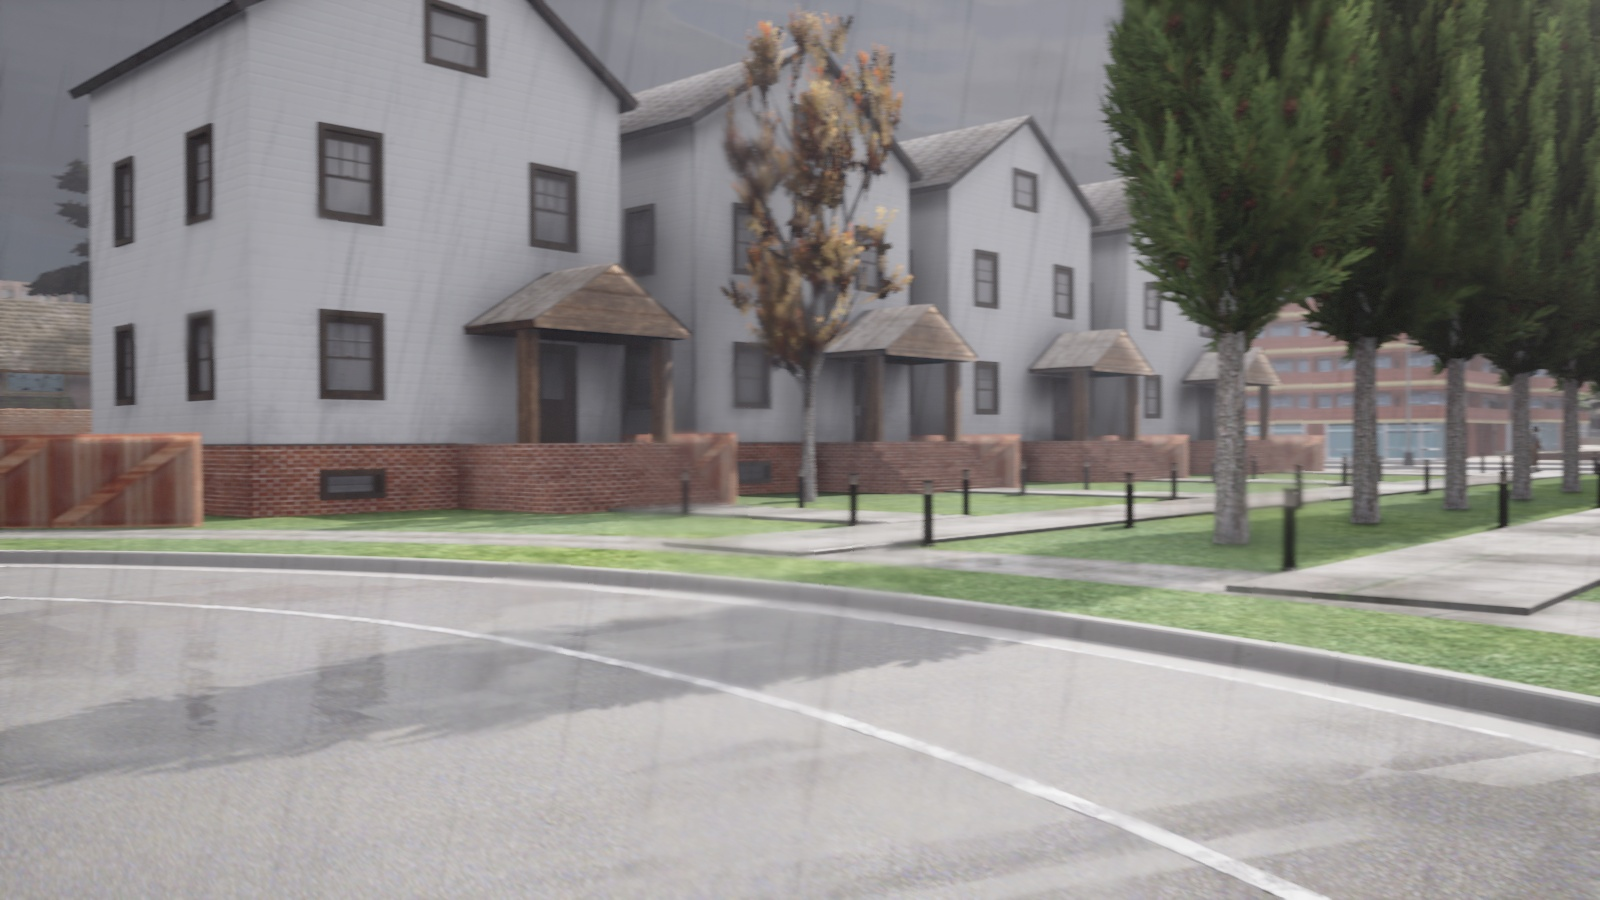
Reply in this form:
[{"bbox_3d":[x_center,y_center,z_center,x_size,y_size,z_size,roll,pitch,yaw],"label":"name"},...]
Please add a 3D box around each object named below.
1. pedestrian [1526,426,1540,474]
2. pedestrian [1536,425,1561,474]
[{"bbox_3d":[28.312,-0.001,48.479,0.331,1.846,0.634,0,0,17],"label":"pedestrian"},{"bbox_3d":[28.571,-0.020,47.935,0.694,1.848,0.540,0,0,14],"label":"pedestrian"}]
